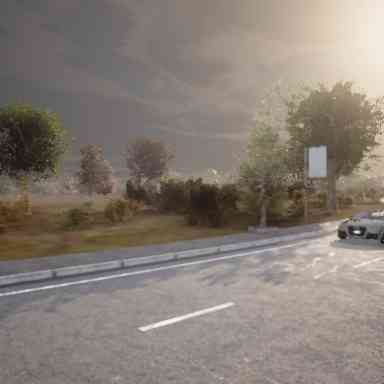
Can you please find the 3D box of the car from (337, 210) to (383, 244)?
[{"bbox_3d":[8.665,1.557,15.885,4.181,1.385,1.994,0,0,-43],"label":"car"}]
